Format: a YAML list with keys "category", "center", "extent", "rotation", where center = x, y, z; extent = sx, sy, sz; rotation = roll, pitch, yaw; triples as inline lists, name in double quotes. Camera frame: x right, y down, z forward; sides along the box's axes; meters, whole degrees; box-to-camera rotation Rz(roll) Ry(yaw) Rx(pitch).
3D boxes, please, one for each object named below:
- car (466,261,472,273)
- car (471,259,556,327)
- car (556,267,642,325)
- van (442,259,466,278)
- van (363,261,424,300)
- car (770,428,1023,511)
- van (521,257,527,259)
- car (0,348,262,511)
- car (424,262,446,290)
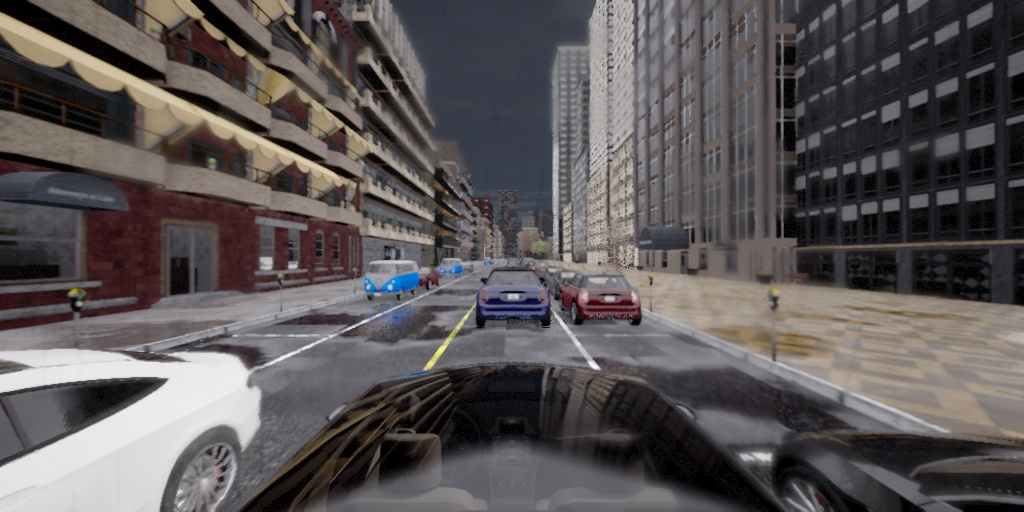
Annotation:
- category: "car"
  center: [-5.720, 1.346, 44.904]
  extent: [2.007, 1.370, 4.403]
  rotation: [0, 0, 0]
- category: "car"
  center: [0.024, 1.110, 11.698]
  extent: [2.097, 1.767, 4.553]
  rotation: [0, 0, 0]
- category: "car"
  center: [2.684, 1.198, 11.773]
  extent: [1.967, 1.591, 4.097]
  rotation: [0, 0, 0]
- category: "van"
  center: [-5.712, 1.120, 33.859]
  extent: [1.690, 1.789, 3.998]
  rotation: [0, 0, 0]
- category: "van"
  center: [-5.701, 1.104, 17.291]
  extent: [1.690, 1.789, 3.998]
  rotation: [0, 0, 0]
- category: "car"
  center: [2.692, 1.315, 0.727]
  extent: [1.948, 1.339, 4.313]
  rotation: [0, 0, 0]
- category: "van"
  center: [2.653, 1.155, 55.956]
  extent: [1.690, 1.789, 3.998]
  rotation: [0, 0, 0]
- category: "car"
  center: [-3.113, 1.275, 1.328]
  extent: [1.812, 1.442, 4.674]
  rotation: [0, 0, 0]
- category: "car"
  center: [-5.704, 1.313, 22.814]
  extent: [1.888, 1.381, 4.507]
  rotation: [0, 0, 0]
